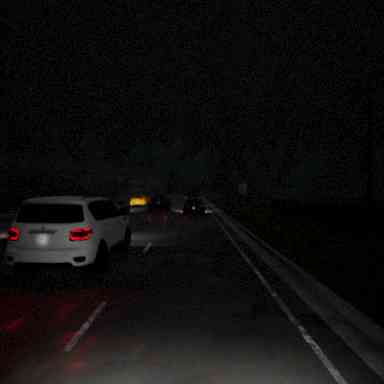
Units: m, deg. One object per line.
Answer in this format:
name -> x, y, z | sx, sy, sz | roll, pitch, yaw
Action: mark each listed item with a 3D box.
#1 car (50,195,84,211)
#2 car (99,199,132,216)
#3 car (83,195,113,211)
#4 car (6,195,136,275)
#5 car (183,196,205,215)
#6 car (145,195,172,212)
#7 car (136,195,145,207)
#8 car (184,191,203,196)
car -> -13.791, 1.134, 37.086 | 1.882, 1.535, 5.008 | 0, 1, 0
car -> -6.909, 1.337, 30.348 | 1.895, 1.301, 4.718 | 0, 0, 0
car -> -10.292, 1.150, 36.690 | 1.882, 1.535, 5.008 | 0, 1, 0
car -> -3.374, 1.127, 10.229 | 2.150, 2.045, 5.566 | 0, 0, 0
car -> 0.177, 1.325, 30.617 | 1.994, 1.385, 4.181 | 0, 0, 1
car -> -3.299, 1.066, 34.757 | 2.097, 1.767, 4.553 | 0, 0, 0
car -> -6.825, 1.105, 44.230 | 1.882, 1.535, 5.008 | 0, 1, 1
car -> 0.170, 0.892, 42.617 | 2.150, 2.045, 5.566 | 0, 1, 1
